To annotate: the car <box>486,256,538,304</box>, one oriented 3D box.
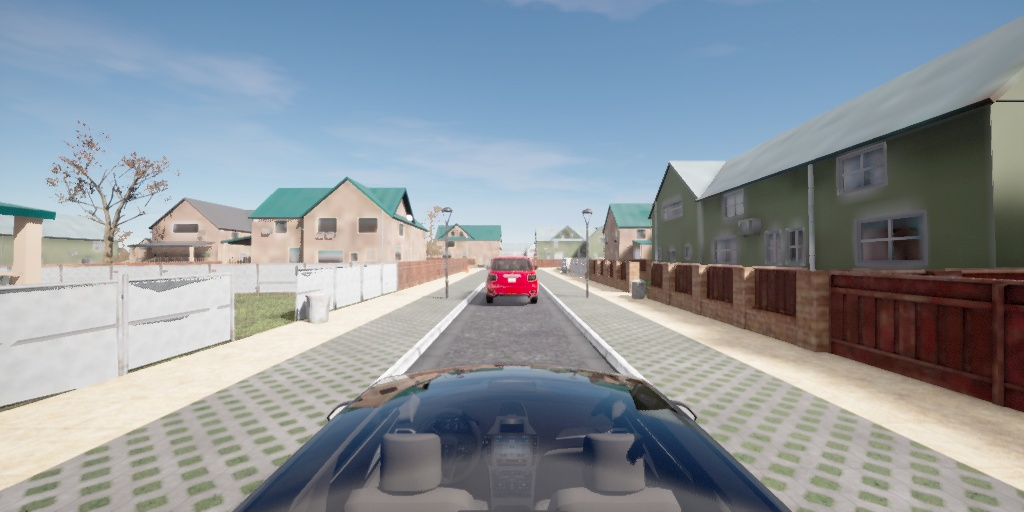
[{"bbox_3d":[0.000,1.011,16.536,2.150,2.045,5.566,0,0,0],"label":"car"}]
